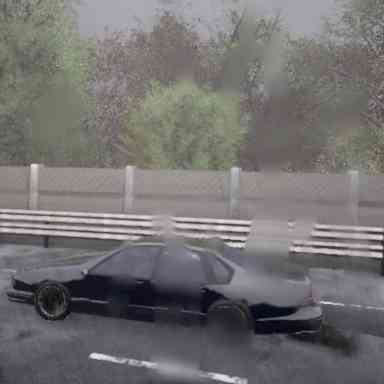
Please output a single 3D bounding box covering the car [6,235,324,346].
[{"bbox_3d":[-0.528,1.533,6.042,5.357,1.411,2.033,2,0,14],"label":"car"}]
